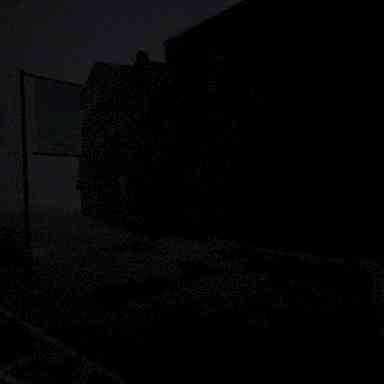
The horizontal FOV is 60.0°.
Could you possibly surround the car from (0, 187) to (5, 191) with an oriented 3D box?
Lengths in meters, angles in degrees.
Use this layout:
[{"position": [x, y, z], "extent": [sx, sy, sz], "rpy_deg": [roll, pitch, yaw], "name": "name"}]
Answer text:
[{"position": [-47.497, -0.447, 78.742], "extent": [2.231, 1.521, 4.892], "rpy_deg": [-4, -3, 4], "name": "car"}]
